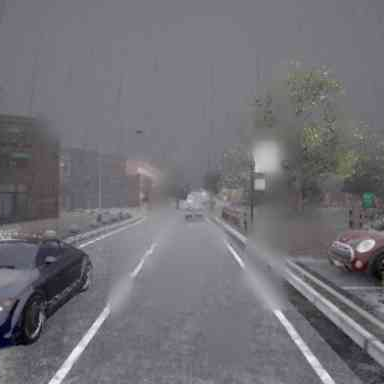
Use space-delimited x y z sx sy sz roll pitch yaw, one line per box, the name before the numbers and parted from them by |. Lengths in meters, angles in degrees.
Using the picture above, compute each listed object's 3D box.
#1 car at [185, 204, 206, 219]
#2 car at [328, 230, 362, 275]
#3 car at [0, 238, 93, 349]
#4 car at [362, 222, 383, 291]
car | 0.354 2.289 36.713 1.895 1.301 4.718 0 -2 4
car | 6.218 1.352 9.136 4.553 1.767 2.185 0 0 -1
car | -3.347 1.592 6.254 1.994 1.385 4.181 0 0 0
car | 6.219 1.468 6.100 5.008 1.535 2.097 0 0 -1
